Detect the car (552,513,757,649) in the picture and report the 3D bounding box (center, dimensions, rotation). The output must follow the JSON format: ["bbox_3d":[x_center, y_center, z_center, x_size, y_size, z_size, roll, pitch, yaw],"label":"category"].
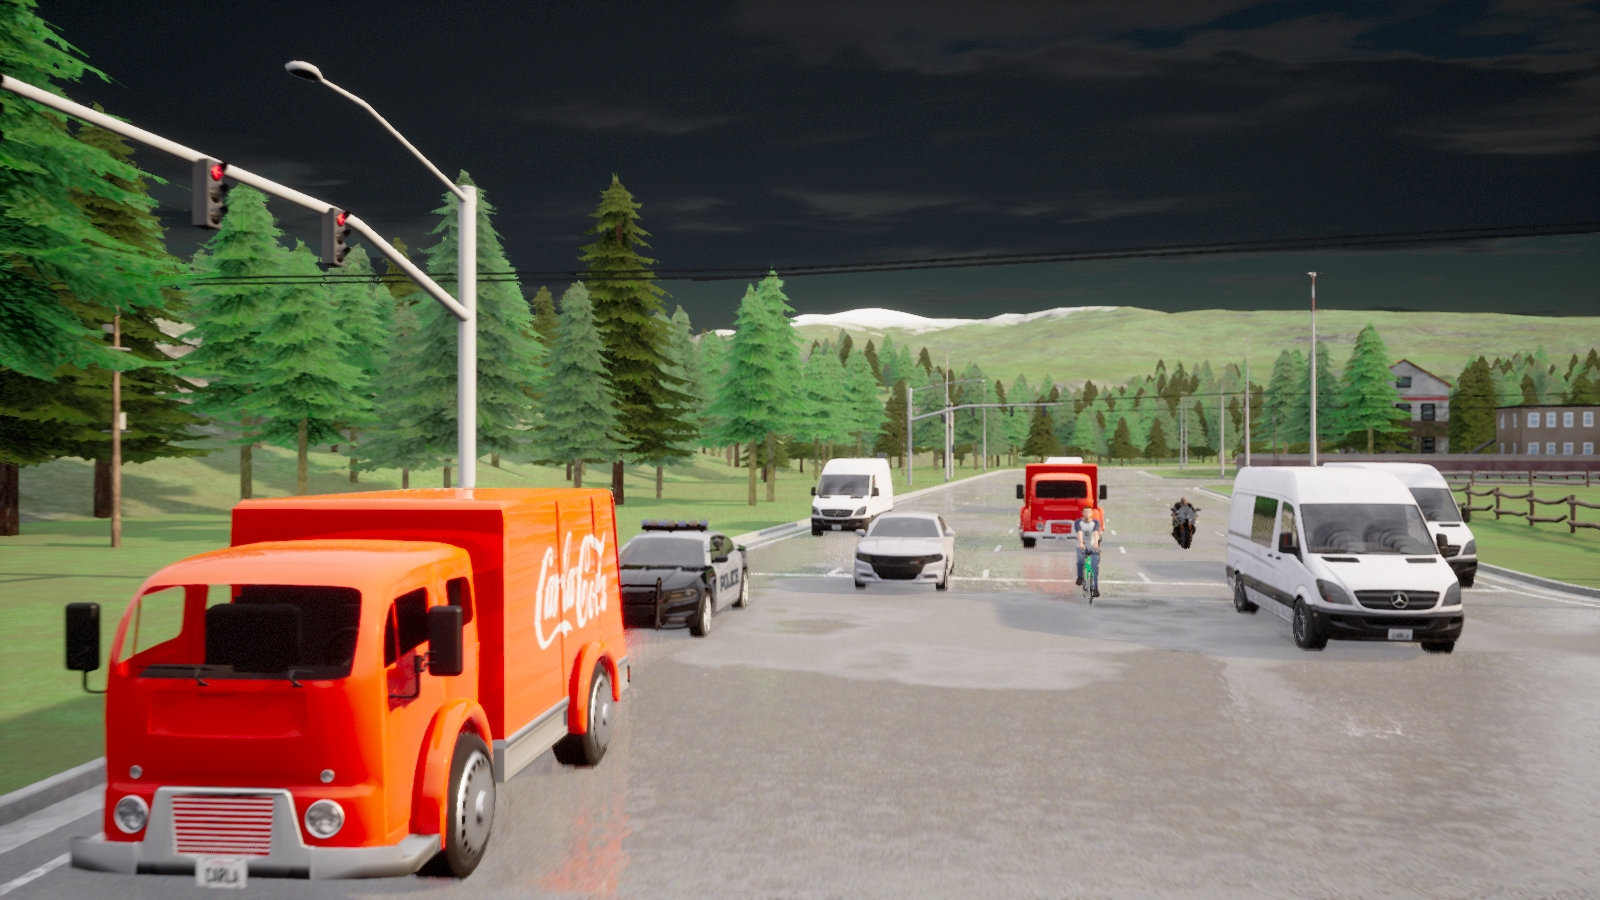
[{"bbox_3d":[-2.202,2.013,19.013,2.097,1.638,5.238,0,0,8],"label":"car"}]

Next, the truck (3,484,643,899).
[{"bbox_3d":[-3.099,1.582,9.106,2.627,2.467,5.204,0,0,4],"label":"truck"}]

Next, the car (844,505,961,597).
[{"bbox_3d":[2.329,2.075,24.684,2.097,1.535,5.006,0,0,10],"label":"car"}]

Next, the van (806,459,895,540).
[{"bbox_3d":[1.856,1.598,39.402,1.988,2.561,5.915,0,0,13],"label":"van"}]

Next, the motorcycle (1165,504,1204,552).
[{"bbox_3d":[11.260,2.262,33.539,0.867,1.251,2.209,0,0,13],"label":"motorcycle"}]

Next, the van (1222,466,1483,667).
[{"bbox_3d":[8.362,1.567,18.007,1.988,2.561,5.915,0,0,8],"label":"van"}]

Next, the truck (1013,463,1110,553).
[{"bbox_3d":[7.846,1.628,34.308,2.627,2.467,5.204,0,0,13],"label":"truck"}]

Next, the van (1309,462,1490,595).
[{"bbox_3d":[13.141,1.580,25.519,1.988,2.561,5.915,0,0,11],"label":"van"}]

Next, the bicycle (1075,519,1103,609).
[{"bbox_3d":[5.364,2.093,21.273,0.373,1.496,1.643,0,0,9],"label":"bicycle"}]
